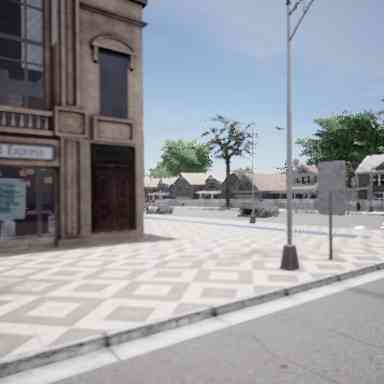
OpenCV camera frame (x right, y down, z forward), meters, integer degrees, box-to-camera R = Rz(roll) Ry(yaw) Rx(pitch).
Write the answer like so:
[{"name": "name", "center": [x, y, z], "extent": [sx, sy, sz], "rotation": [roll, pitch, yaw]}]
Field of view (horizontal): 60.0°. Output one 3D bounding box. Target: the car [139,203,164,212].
[{"name": "car", "center": [-6.614, 2.436, 53.932], "extent": [1.895, 1.301, 4.718], "rotation": [-1, -1, -36]}]

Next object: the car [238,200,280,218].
[{"name": "car", "center": [6.987, 1.735, 34.968], "extent": [2.097, 1.767, 4.553], "rotation": [-1, -1, -36]}]

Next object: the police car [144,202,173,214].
[{"name": "police car", "center": [-4.365, 2.206, 45.296], "extent": [2.038, 1.542, 4.974], "rotation": [-1, -1, -36]}]
